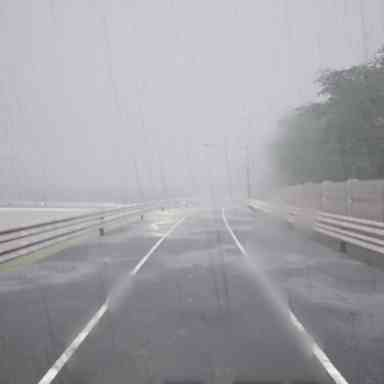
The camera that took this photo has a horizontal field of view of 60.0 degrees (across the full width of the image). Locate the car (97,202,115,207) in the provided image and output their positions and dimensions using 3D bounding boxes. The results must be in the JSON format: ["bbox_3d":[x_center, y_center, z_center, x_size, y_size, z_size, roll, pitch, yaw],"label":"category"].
[{"bbox_3d":[-19.726,3.094,74.857,4.892,1.490,1.837,2,-4,-31],"label":"car"}]

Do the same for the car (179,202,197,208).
[{"bbox_3d":[-1.177,3.757,88.346,5.566,2.045,2.150,4,-5,-44],"label":"car"}]

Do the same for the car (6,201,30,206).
[{"bbox_3d":[-35.512,2.530,67.382,5.008,1.535,1.882,2,-4,-22],"label":"car"}]
